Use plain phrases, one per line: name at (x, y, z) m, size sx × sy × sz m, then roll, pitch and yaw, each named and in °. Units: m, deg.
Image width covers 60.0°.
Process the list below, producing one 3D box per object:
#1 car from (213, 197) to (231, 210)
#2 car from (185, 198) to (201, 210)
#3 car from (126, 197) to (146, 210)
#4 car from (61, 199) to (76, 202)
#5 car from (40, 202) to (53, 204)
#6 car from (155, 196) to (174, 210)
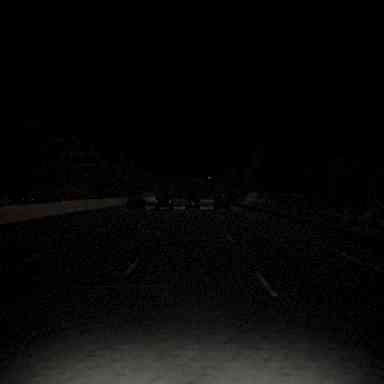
car at (3.626, 1.357, 40.907) m, size 1.882 × 1.535 × 5.008 m, roll 0°, pitch 0°, yaw 0°
car at (0.126, 1.426, 40.817) m, size 2.033 × 1.411 × 5.357 m, roll 0°, pitch 0°, yaw 0°
car at (-6.874, 1.362, 41.423) m, size 1.882 × 1.535 × 5.008 m, roll 0°, pitch 0°, yaw 0°
car at (-21.001, 1.555, 58.523) m, size 1.837 × 1.490 × 4.892 m, roll 0°, pitch -1°, yaw 1°
car at (-24.497, 1.547, 58.510) m, size 2.128 × 1.511 × 4.902 m, roll 0°, pitch -1°, yaw 1°
car at (-3.375, 1.236, 41.417) m, size 2.097 × 1.767 × 4.553 m, roll 0°, pitch 0°, yaw 0°
